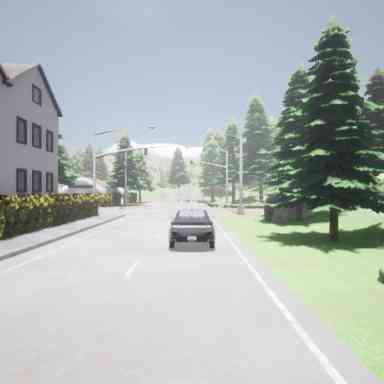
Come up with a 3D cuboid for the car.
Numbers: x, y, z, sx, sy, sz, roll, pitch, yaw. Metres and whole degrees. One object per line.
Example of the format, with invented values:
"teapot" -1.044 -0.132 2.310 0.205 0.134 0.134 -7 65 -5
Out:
"car" 0.000 1.492 14.650 2.128 1.511 4.902 0 0 0
